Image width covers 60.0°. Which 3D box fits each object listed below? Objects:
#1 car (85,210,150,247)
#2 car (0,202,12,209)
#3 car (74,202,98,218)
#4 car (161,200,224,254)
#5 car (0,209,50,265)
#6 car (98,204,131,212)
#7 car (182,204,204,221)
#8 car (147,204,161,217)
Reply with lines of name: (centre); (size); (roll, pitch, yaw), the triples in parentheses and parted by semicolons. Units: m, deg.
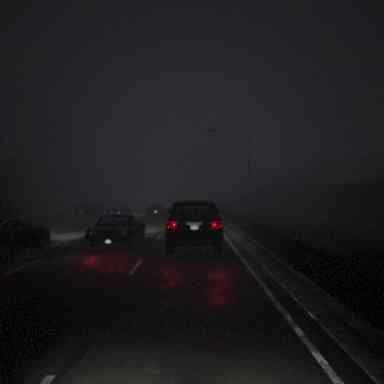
car: (-3.396, 1.725, 15.717); (1.895, 1.301, 4.718); (0, 0, 0)
car: (-10.393, 1.349, 16.176); (2.150, 2.045, 5.566); (0, 0, 0)
car: (-10.374, 1.744, 33.942); (1.882, 1.535, 5.008); (0, 0, 0)
car: (0.096, 1.335, 14.194); (2.150, 2.045, 5.566); (0, 0, 0)
car: (-6.908, 1.588, 12.129); (2.128, 1.511, 4.902); (0, 0, 0)
car: (-6.880, 1.843, 30.791); (1.895, 1.301, 4.718); (0, 0, 0)
car: (0.120, 1.843, 30.775); (1.895, 1.301, 4.718); (0, 0, 0)
car: (-3.378, 1.823, 32.987); (1.994, 1.385, 4.181); (0, 0, 0)
